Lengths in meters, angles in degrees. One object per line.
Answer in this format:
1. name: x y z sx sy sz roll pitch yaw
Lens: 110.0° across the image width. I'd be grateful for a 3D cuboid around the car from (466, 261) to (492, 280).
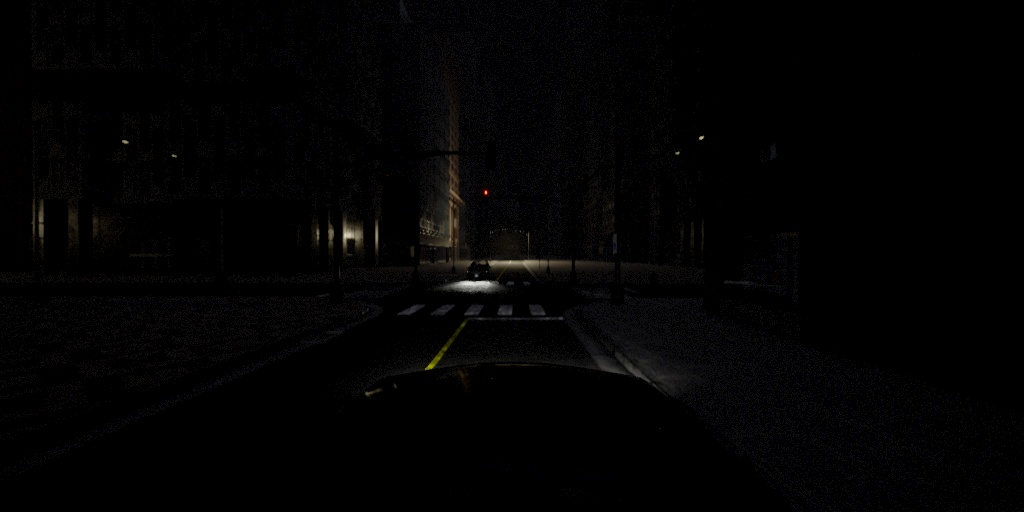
1. car: -2.664 1.180 29.670 2.128 1.511 4.902 0 1 1
